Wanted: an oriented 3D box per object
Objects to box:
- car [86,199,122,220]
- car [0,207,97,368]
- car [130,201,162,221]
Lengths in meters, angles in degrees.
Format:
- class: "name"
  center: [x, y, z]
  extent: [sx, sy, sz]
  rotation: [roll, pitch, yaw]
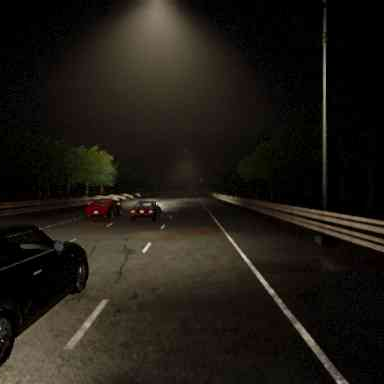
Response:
- class: "car"
  center: [-6.912, 1.297, 26.428]
  extent: [1.882, 1.535, 5.008]
  rotation: [0, 0, 0]
- class: "car"
  center: [-3.401, 1.312, 5.721]
  extent: [2.097, 1.767, 4.553]
  rotation: [0, 0, 0]
- class: "car"
  center: [-3.409, 1.376, 25.121]
  extent: [2.033, 1.411, 5.357]
  rotation: [0, 0, 0]
